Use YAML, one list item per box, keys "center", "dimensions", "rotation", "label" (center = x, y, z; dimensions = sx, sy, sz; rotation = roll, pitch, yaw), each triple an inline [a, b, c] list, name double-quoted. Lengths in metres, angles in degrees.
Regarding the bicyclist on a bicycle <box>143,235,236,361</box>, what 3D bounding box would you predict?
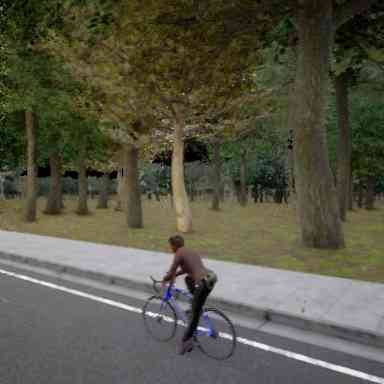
- center: [-0.101, 1.447, 4.729]
  dimensions: [1.656, 1.620, 0.582]
  rotation: [0, 0, 36]
  label: "bicyclist on a bicycle"
